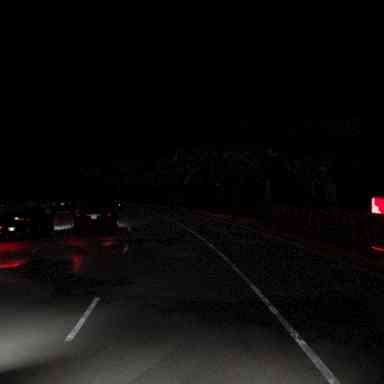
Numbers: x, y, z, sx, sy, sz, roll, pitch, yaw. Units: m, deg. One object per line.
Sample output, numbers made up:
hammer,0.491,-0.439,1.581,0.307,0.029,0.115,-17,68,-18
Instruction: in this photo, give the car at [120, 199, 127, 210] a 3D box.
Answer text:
car,-10.120,1.636,44.562,1.994,1.385,4.181,0,0,-24

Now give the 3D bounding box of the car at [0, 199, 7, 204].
car,-25.486,1.648,43.619,1.837,1.490,4.892,0,0,-29

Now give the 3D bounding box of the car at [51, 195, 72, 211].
car,-13.525,1.291,34.829,2.150,2.045,5.566,0,0,-21

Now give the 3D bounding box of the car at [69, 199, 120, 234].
car,-5.518,1.368,19.416,2.097,1.767,4.553,0,0,-11

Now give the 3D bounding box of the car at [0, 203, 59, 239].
car,-8.729,1.521,17.744,1.837,1.490,4.892,0,-2,-10

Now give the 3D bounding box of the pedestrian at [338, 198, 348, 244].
pedestrian,5.919,1.140,13.238,0.375,1.860,0.375,-1,0,-7

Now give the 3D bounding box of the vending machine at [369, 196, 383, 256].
vending machine,7.227,1.193,12.073,1.100,2.100,0.880,0,0,-6
